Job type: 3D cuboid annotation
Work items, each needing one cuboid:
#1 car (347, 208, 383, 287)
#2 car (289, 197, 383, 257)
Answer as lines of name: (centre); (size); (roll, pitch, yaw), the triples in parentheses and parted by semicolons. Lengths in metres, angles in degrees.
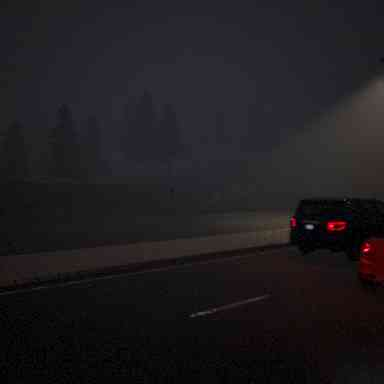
car: (6.079, 1.351, 8.084); (4.553, 1.767, 2.097); (0, 0, -35)
car: (5.983, 1.221, 12.312); (5.566, 2.045, 2.150); (0, 0, -36)
